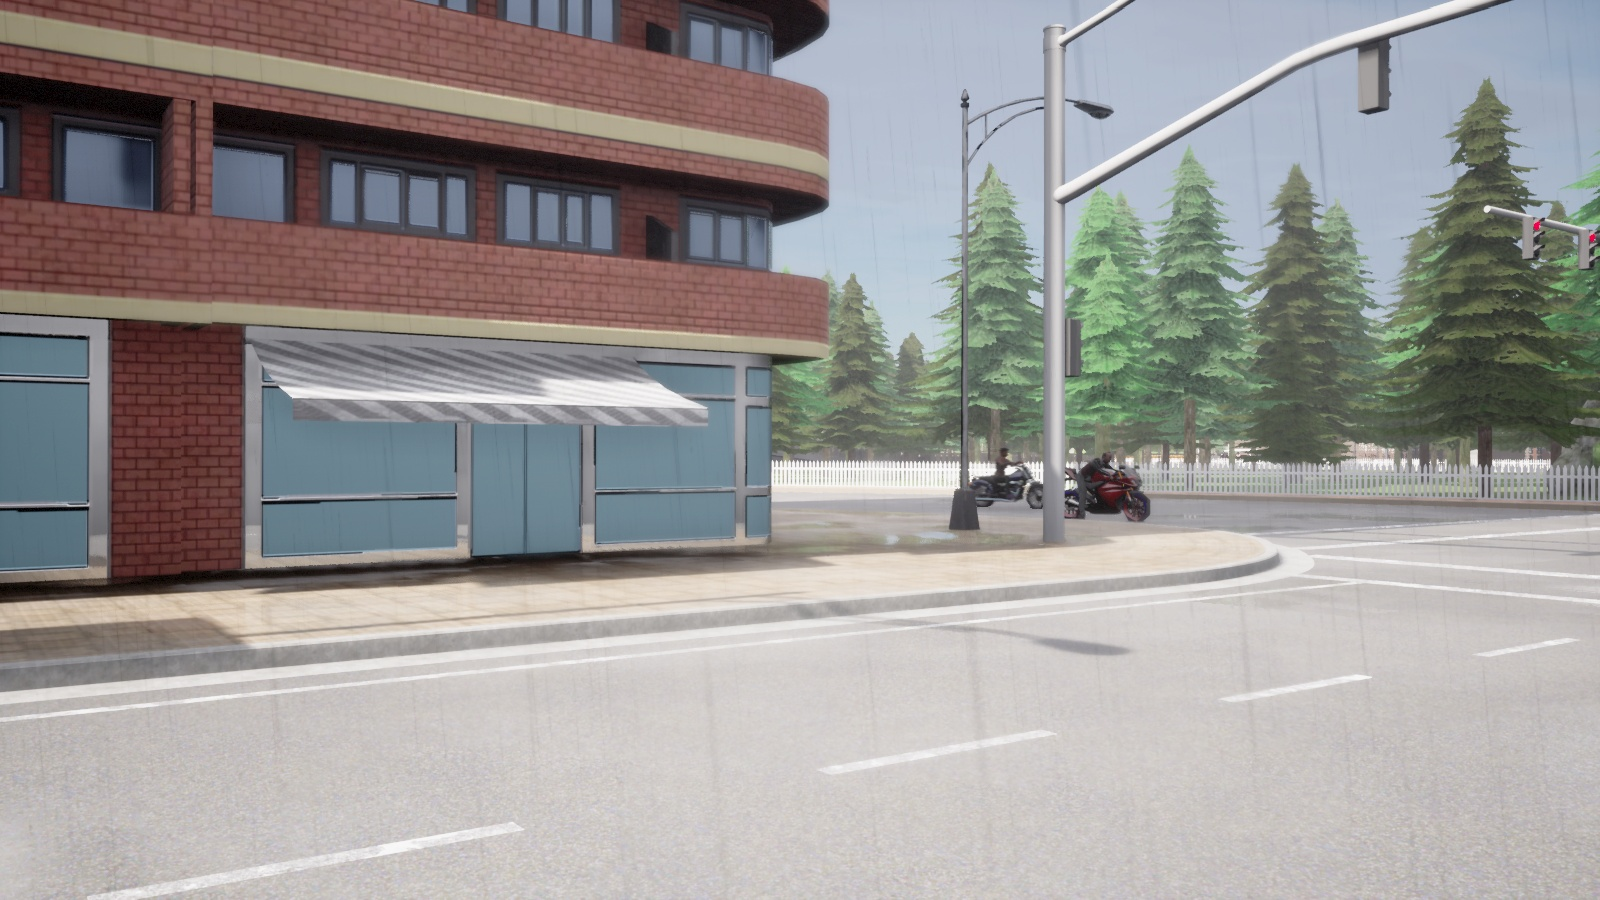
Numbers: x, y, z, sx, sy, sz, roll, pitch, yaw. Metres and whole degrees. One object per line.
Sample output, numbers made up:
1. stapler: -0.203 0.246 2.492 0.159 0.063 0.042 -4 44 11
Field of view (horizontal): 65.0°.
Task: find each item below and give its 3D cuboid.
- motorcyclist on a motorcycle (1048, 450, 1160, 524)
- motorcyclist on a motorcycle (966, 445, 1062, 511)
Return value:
1. motorcyclist on a motorcycle: 6.551 0.777 27.116 2.191 1.530 0.866 0 0 42
2. motorcyclist on a motorcycle: 5.515 0.708 32.508 2.350 1.649 0.766 0 0 36
